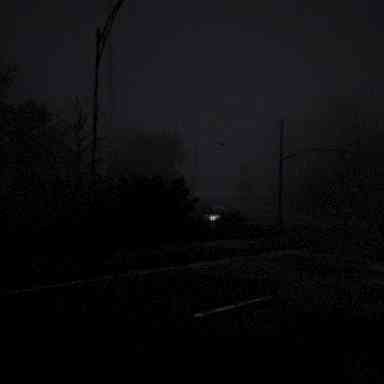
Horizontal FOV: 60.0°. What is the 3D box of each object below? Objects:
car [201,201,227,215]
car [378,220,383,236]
[{"bbox_3d":[2.465,1.873,39.189,1.812,1.442,4.674,2,1,-19],"label":"car"},{"bbox_3d":[12.394,1.992,17.380,1.837,1.490,4.892,2,-1,-30],"label":"car"}]
